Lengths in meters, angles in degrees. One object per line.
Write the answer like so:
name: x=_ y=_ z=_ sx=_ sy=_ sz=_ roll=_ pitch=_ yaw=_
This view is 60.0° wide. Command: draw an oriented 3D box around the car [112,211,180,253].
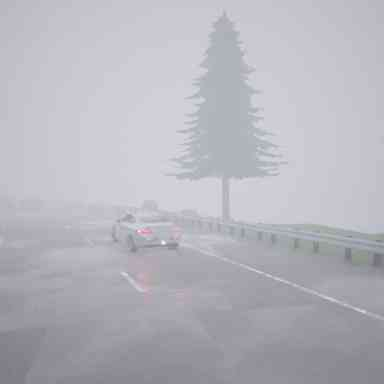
car: x=-2.014 y=1.525 z=13.739 sx=1.812 sy=1.442 sz=4.674 roll=0 pitch=0 yaw=-26

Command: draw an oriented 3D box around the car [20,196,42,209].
car: x=-22.488 y=1.352 z=46.338 sx=2.097 sy=1.767 sz=4.553 roll=0 pitch=0 yaw=-37

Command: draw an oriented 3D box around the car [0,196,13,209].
car: x=-26.018 y=1.352 z=45.273 sx=2.097 sy=1.767 sz=4.553 roll=0 pitch=0 yaw=-43
